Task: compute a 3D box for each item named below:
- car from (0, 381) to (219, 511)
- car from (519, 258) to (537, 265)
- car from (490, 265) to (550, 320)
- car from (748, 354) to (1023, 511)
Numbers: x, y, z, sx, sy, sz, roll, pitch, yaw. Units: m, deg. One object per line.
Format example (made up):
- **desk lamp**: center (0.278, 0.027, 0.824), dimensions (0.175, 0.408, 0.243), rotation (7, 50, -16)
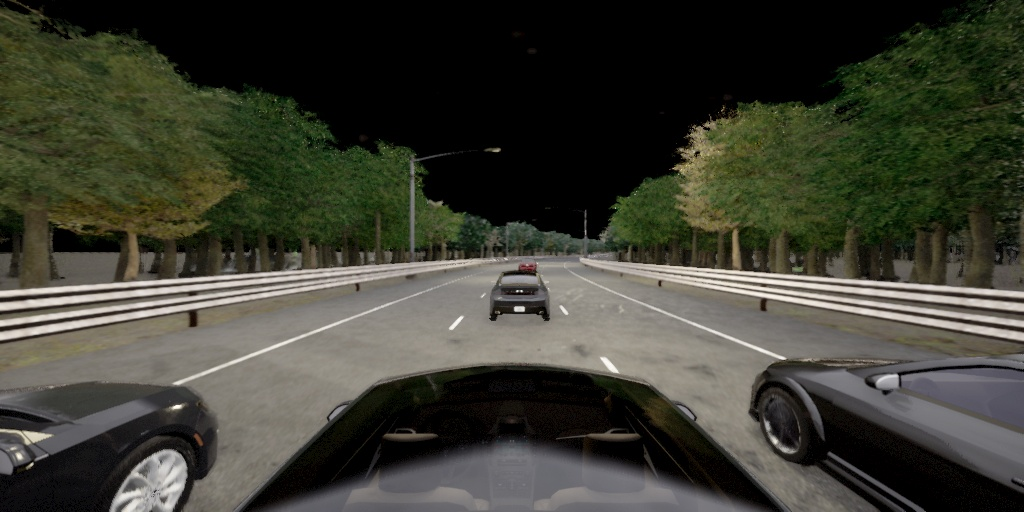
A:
- **car**: center (-3.373, 1.252, 0.993), dimensions (1.837, 1.490, 4.892), rotation (0, 0, 0)
- **car**: center (1.907, 1.029, 42.462), dimensions (2.097, 1.767, 4.553), rotation (0, 0, 5)
- **car**: center (0.277, 1.249, 12.554), dimensions (1.837, 1.490, 4.892), rotation (0, 0, 1)
- **car**: center (3.630, 1.317, 2.279), dimensions (1.994, 1.385, 4.181), rotation (0, 0, 0)
